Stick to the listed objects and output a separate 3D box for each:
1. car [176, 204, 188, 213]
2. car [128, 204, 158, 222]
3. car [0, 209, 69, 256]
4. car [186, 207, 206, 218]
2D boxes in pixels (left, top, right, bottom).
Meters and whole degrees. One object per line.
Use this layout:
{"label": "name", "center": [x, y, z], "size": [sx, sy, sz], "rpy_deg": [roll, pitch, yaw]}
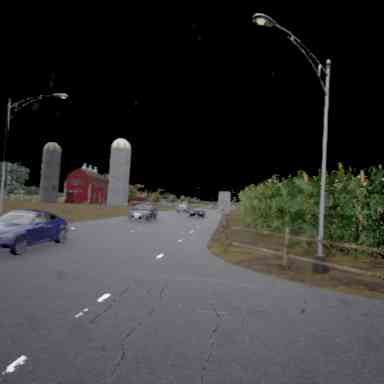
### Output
{"label": "car", "center": [-1.452, 2.753, 55.099], "size": [1.812, 1.442, 4.674], "rpy_deg": [4, -2, 7]}
{"label": "car", "center": [-4.411, 1.904, 30.822], "size": [2.128, 1.511, 4.902], "rpy_deg": [4, -1, 7]}
{"label": "car", "center": [-6.538, 1.427, 13.048], "size": [1.812, 1.442, 4.674], "rpy_deg": [4, -1, 7]}
{"label": "car", "center": [0.879, 2.695, 44.088], "size": [1.895, 1.301, 4.718], "rpy_deg": [4, -1, 7]}
